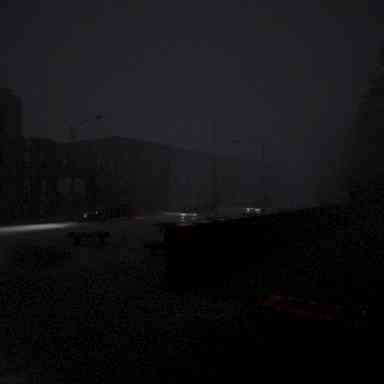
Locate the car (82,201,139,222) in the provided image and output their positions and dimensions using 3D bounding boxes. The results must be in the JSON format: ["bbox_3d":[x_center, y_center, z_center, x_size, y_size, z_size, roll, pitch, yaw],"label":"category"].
[{"bbox_3d":[-6.406,1.491,26.420,2.128,1.511,4.902,0,0,36],"label":"car"}]

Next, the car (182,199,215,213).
[{"bbox_3d":[0.866,1.526,36.567,1.812,1.442,4.674,0,0,35],"label":"car"}]

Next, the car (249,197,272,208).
[{"bbox_3d":[10.205,1.484,49.445,1.882,1.535,5.008,0,0,36],"label":"car"}]
